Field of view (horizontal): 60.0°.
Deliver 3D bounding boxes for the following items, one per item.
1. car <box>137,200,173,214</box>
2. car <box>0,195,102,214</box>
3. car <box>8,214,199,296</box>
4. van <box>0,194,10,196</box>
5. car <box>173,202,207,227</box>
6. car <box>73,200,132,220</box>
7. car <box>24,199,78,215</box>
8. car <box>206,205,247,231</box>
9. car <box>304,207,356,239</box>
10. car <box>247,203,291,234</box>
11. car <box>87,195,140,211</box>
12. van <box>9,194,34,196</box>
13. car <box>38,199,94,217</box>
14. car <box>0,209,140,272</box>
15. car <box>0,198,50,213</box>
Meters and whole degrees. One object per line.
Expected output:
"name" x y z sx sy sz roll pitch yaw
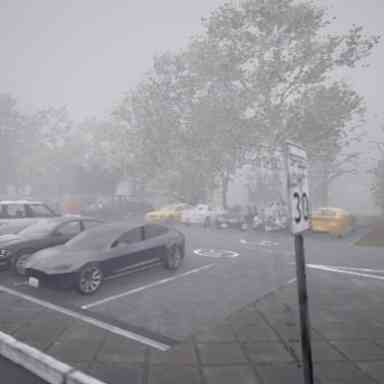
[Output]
"car" -1.270 1.539 24.755 1.946 1.575 5.366 0 0 36
"car" -6.598 1.313 12.723 2.435 2.045 5.566 0 0 36
"car" -2.140 1.621 9.415 2.163 1.488 4.792 0 0 36
"van" -21.258 1.277 39.643 1.878 1.987 4.442 0 0 36
"car" 1.079 1.595 23.275 2.002 1.452 4.674 0 0 36
"car" -7.901 1.531 29.765 2.163 1.488 4.792 0 0 36
"car" -14.586 1.510 34.691 2.163 1.488 4.792 0 0 36
"car" 3.305 1.598 21.626 2.163 1.488 4.792 0 0 36
"car" 7.702 1.595 18.463 2.097 1.535 5.008 0 0 36
"car" 5.482 1.456 20.120 2.185 1.767 4.553 0 0 36
"car" -5.625 1.263 28.183 2.435 2.045 5.566 0 0 36
"van" -16.894 1.259 36.197 1.878 1.987 4.442 0 0 36
"car" -12.451 1.511 33.140 2.163 1.488 4.792 0 0 36
"car" -4.366 1.577 11.075 2.097 1.535 5.008 0 0 36
"car" -19.081 1.492 37.925 2.097 1.535 5.008 0 0 36
